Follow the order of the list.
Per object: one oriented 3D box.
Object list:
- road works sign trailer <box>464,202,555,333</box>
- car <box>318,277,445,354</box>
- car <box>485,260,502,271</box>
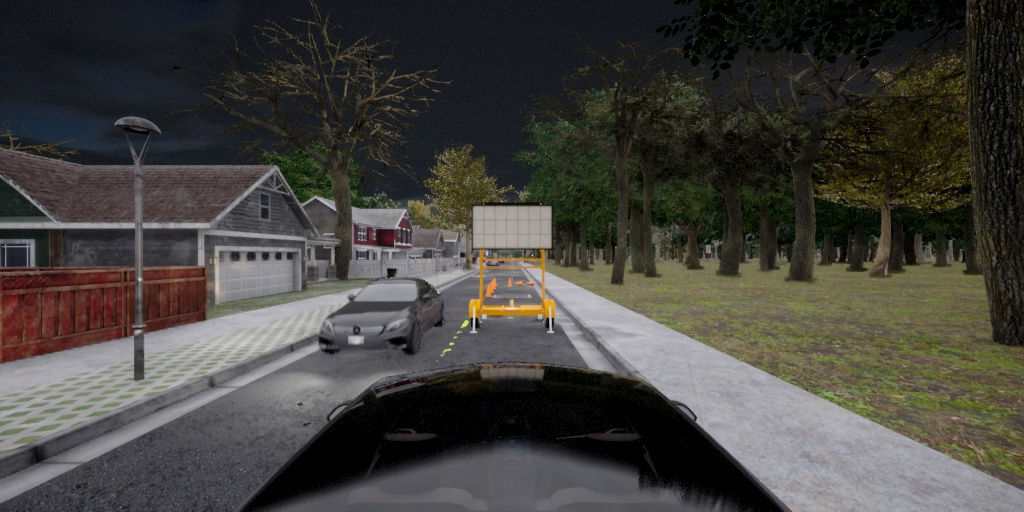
[{"bbox_3d":[0.009,0.214,10.705,2.380,3.560,2.880,0,0,0],"label":"road works sign trailer"},{"bbox_3d":[-2.844,1.275,8.865,1.812,1.442,4.674,0,0,0],"label":"car"},{"bbox_3d":[-2.804,1.246,51.288,1.882,1.535,5.008,0,0,0],"label":"car"}]
